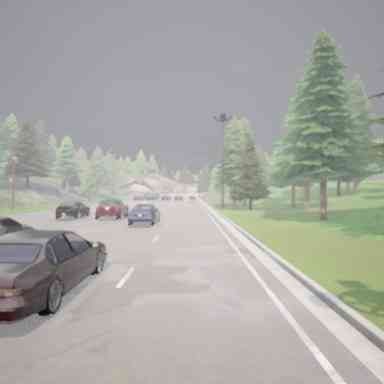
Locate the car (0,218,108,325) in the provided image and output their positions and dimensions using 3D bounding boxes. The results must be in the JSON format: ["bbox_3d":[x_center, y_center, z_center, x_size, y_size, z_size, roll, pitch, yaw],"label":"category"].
[{"bbox_3d":[-3.405,1.558,7.470,2.033,1.411,5.357,0,0,0],"label":"car"}]

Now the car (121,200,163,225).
[{"bbox_3d":[-3.404,1.583,24.179,2.033,1.411,5.357,0,0,0],"label":"car"}]

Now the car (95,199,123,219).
[{"bbox_3d":[-6.904,1.393,29.212,2.097,1.767,4.553,0,0,0],"label":"car"}]

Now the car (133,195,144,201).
[{"bbox_3d":[-14.007,1.473,86.970,2.097,1.767,4.553,0,0,0],"label":"car"}]

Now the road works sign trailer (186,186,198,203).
[{"bbox_3d":[-0.005,0.565,69.313,2.380,3.560,2.880,0,0,0],"label":"road works sign trailer"}]

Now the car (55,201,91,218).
[{"bbox_3d":[-10.403,1.549,29.359,1.837,1.490,4.892,0,0,0],"label":"car"}]

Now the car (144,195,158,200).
[{"bbox_3d":[-10.507,1.596,87.000,1.882,1.535,5.008,0,0,0],"label":"car"}]

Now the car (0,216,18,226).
[{"bbox_3d":[-6.912,1.542,11.415,1.812,1.442,4.674,0,0,0],"label":"car"}]

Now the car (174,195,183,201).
[{"bbox_3d":[-3.507,1.473,86.971,2.097,1.767,4.553,0,0,0],"label":"car"}]

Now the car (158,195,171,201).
[{"bbox_3d":[-7.007,1.617,86.167,1.837,1.490,4.892,0,0,0],"label":"car"}]
